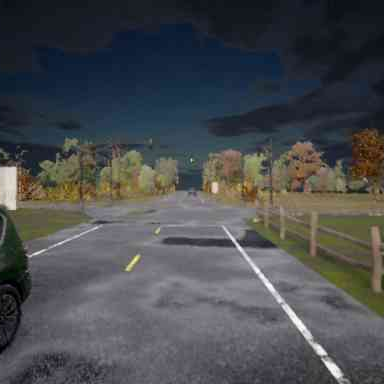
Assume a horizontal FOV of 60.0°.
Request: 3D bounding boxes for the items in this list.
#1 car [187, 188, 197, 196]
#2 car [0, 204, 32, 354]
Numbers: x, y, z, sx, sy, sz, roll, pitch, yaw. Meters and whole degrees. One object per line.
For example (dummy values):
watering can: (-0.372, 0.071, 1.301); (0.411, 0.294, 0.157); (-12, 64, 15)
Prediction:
car: (0.014, 0.016, 83.519); (2.150, 2.045, 5.566); (0, 1, 0)
car: (-3.596, 1.176, 2.977); (2.150, 2.045, 5.566); (0, 1, 0)
